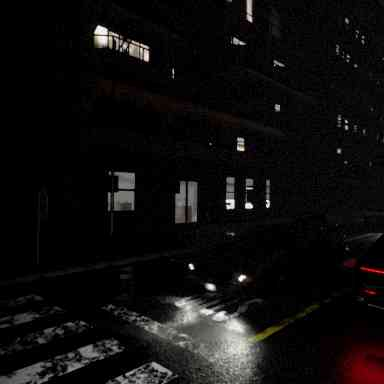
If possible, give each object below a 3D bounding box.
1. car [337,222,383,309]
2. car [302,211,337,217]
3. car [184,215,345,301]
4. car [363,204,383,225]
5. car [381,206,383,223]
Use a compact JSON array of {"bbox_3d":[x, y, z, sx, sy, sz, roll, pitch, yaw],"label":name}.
[{"bbox_3d":[5.007,1.509,6.988,4.892,1.490,1.837,0,0,-45],"label":"car"},{"bbox_3d":[5.909,1.600,15.886,4.206,1.307,1.802,0,1,-45],"label":"car"},{"bbox_3d":[2.280,1.557,8.664,5.357,1.411,2.033,0,0,-44],"label":"car"},{"bbox_3d":[13.652,1.547,23.575,4.829,1.417,1.752,0,1,-45],"label":"car"},{"bbox_3d":[12.696,1.580,18.978,4.181,1.385,1.994,0,0,-44],"label":"car"}]
